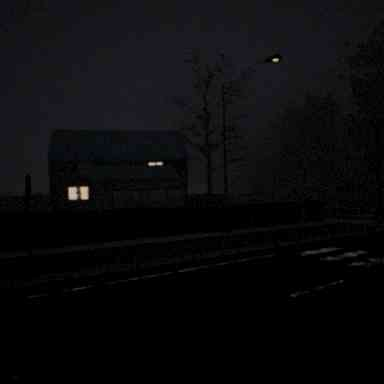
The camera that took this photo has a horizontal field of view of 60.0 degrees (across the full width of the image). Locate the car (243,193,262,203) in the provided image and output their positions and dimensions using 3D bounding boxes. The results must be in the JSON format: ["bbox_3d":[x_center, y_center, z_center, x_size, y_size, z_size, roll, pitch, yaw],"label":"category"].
[{"bbox_3d":[8.701,0.896,47.900,2.097,1.767,4.553,-2,1,-14],"label":"car"}]
